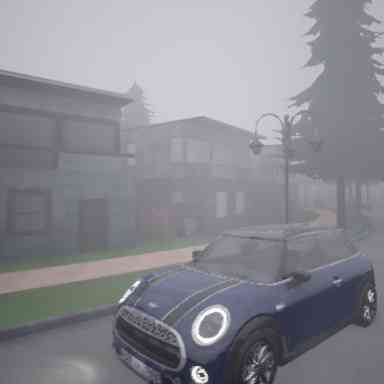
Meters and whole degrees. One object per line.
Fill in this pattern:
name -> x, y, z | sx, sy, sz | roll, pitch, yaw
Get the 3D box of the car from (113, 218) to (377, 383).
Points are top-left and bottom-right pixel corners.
car -> 1.076, 1.374, 5.261 | 4.553, 1.767, 2.097 | 0, 0, -42

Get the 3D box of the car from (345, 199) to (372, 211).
car -> 21.801, 1.604, 43.706 | 1.882, 1.535, 5.008 | 0, 0, 6
